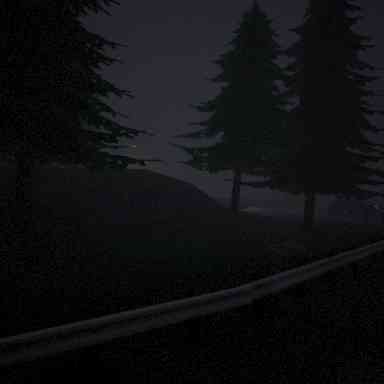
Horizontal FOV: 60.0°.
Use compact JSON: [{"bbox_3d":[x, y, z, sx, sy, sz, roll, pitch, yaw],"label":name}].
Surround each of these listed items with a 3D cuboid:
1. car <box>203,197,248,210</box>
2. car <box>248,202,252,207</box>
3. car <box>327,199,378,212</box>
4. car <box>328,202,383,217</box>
[{"bbox_3d":[4.246,1.507,42.460,4.674,1.442,1.812,0,0,34],"label":"car"},{"bbox_3d":[5.470,1.525,45.852,5.357,1.411,2.033,0,0,34],"label":"car"},{"bbox_3d":[19.530,1.549,40.609,5.357,1.411,2.033,0,0,34],"label":"car"},{"bbox_3d":[15.146,1.358,30.904,4.553,1.767,2.097,0,0,34],"label":"car"}]
